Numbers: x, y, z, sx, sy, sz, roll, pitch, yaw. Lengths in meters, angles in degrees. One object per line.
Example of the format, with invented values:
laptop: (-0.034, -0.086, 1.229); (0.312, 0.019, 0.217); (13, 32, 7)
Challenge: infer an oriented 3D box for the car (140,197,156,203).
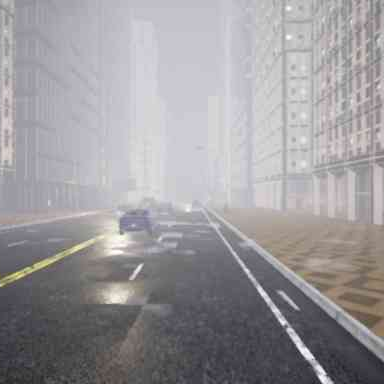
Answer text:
car: (-6.559, 1.740, 50.496); (2.150, 2.045, 5.566); (0, 0, 1)

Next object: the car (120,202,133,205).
car: (-9.810, 2.115, 49.975); (1.895, 1.301, 4.718); (0, -1, 1)

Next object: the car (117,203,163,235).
car: (-3.150, 1.673, 20.413); (1.882, 1.535, 5.008); (0, 0, 0)

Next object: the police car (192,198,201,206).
police car: (0.963, 2.250, 75.137); (1.930, 1.638, 5.238); (0, -1, 0)

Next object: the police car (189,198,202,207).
police car: (0.964, 2.122, 65.137); (1.930, 1.638, 5.238); (0, -1, 0)

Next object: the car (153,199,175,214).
car: (-3.157, 1.907, 40.974); (2.128, 1.511, 4.902); (0, 0, 0)

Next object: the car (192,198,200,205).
car: (0.962, 2.359, 81.216); (1.801, 1.575, 5.366); (0, -1, 0)
